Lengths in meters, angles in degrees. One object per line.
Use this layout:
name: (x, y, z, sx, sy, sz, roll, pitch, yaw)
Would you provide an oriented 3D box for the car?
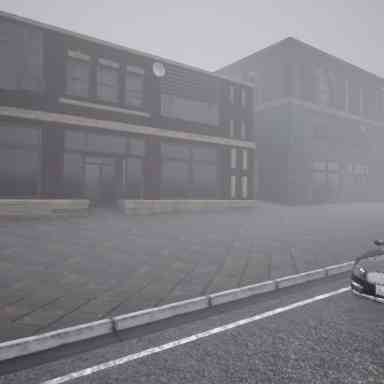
car: (5.390, 1.476, 7.252, 4.902, 1.511, 2.128, 0, 0, -36)
